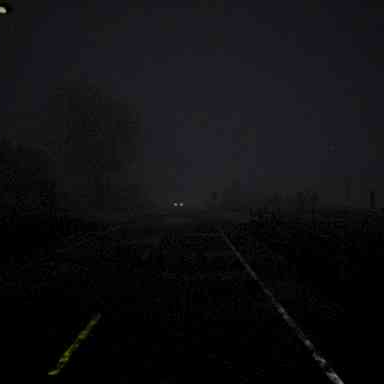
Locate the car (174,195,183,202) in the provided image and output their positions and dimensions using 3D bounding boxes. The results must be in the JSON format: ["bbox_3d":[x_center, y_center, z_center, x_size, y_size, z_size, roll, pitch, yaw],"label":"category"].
[{"bbox_3d":[-3.487,1.689,89.694,2.150,2.045,5.566,0,-1,0],"label":"car"}]
